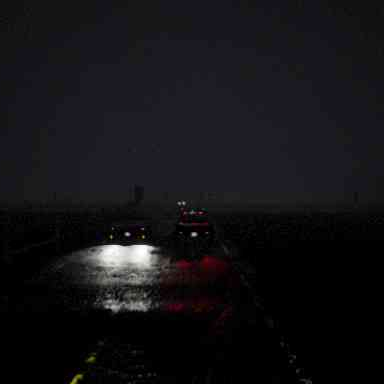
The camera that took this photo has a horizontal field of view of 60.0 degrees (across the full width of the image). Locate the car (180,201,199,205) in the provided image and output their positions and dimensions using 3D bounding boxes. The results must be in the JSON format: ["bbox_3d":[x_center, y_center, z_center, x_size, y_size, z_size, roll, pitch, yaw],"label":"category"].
[{"bbox_3d":[0.075,1.773,29.781,2.033,1.411,5.357,0,0,0],"label":"car"}]

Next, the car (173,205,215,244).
[{"bbox_3d":[0.084,1.609,16.402,2.128,1.511,4.902,0,-1,0],"label":"car"}]

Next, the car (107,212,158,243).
[{"bbox_3d":[-2.860,1.687,16.694,1.994,1.385,4.181,0,0,0],"label":"car"}]
